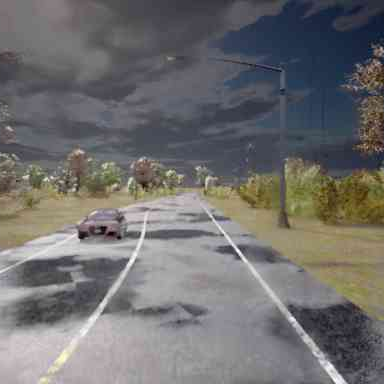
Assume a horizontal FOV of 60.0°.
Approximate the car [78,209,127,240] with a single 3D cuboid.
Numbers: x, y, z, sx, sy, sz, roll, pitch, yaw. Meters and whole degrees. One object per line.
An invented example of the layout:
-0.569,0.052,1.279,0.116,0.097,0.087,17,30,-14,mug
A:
-4.413,1.559,16.917,1.994,1.385,4.181,0,0,-6,car
